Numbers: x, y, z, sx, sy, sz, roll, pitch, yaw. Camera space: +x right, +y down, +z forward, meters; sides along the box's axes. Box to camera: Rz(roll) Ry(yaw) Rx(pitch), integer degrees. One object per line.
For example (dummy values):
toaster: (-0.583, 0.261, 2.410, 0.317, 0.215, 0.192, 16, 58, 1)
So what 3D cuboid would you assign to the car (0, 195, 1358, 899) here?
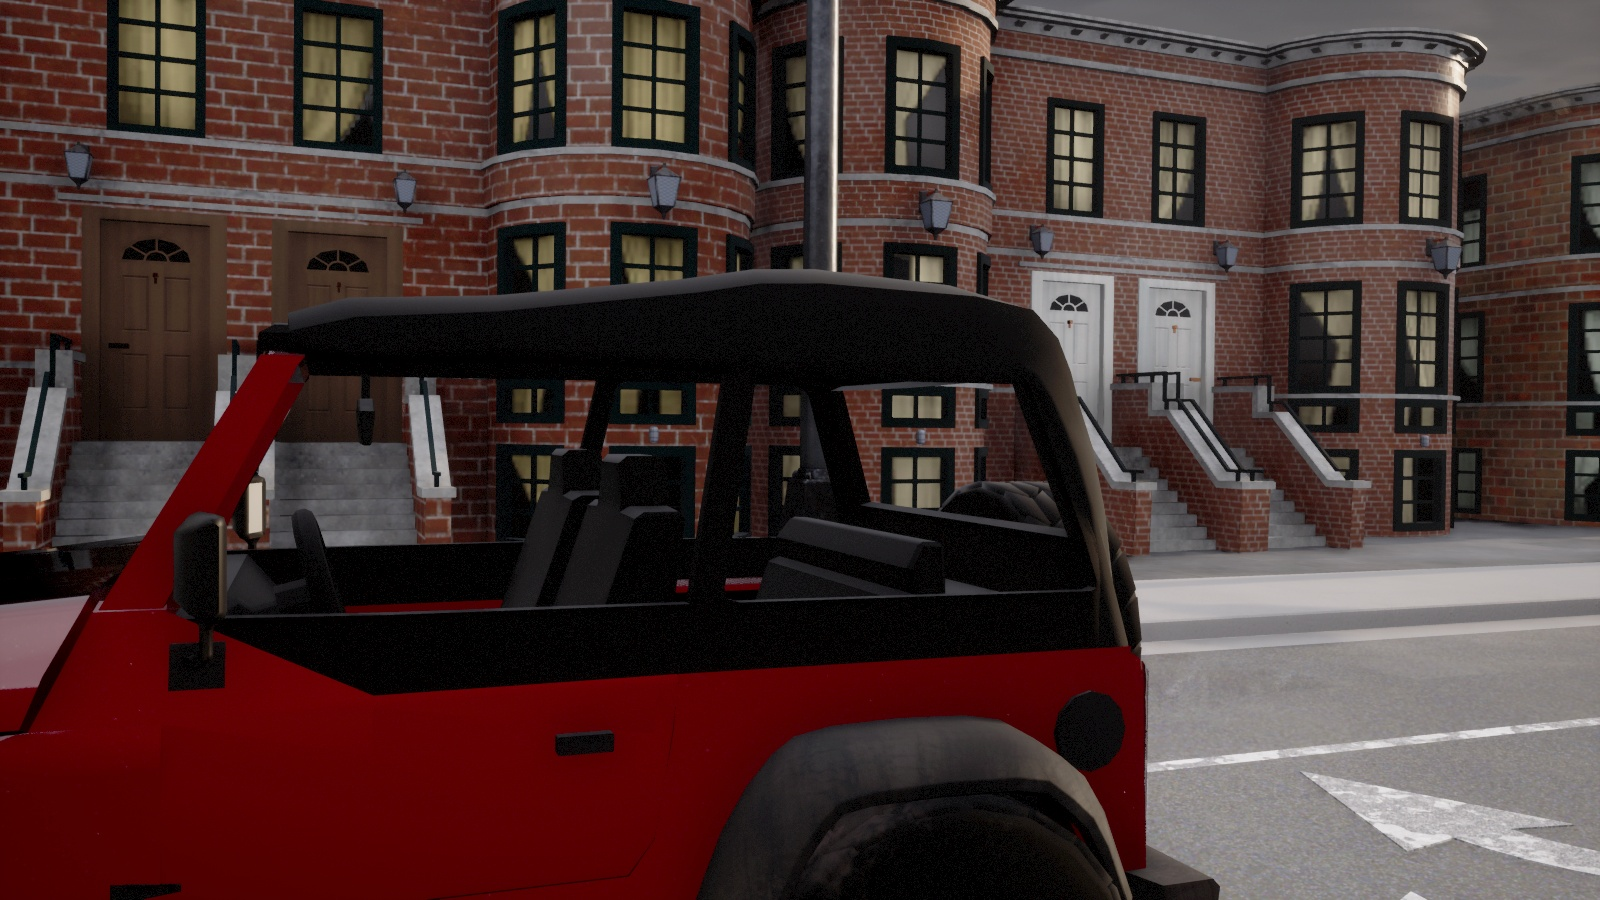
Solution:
car: (-0.955, 0.557, 2.881, 3.866, 1.878, 1.905, -1, 1, -21)
